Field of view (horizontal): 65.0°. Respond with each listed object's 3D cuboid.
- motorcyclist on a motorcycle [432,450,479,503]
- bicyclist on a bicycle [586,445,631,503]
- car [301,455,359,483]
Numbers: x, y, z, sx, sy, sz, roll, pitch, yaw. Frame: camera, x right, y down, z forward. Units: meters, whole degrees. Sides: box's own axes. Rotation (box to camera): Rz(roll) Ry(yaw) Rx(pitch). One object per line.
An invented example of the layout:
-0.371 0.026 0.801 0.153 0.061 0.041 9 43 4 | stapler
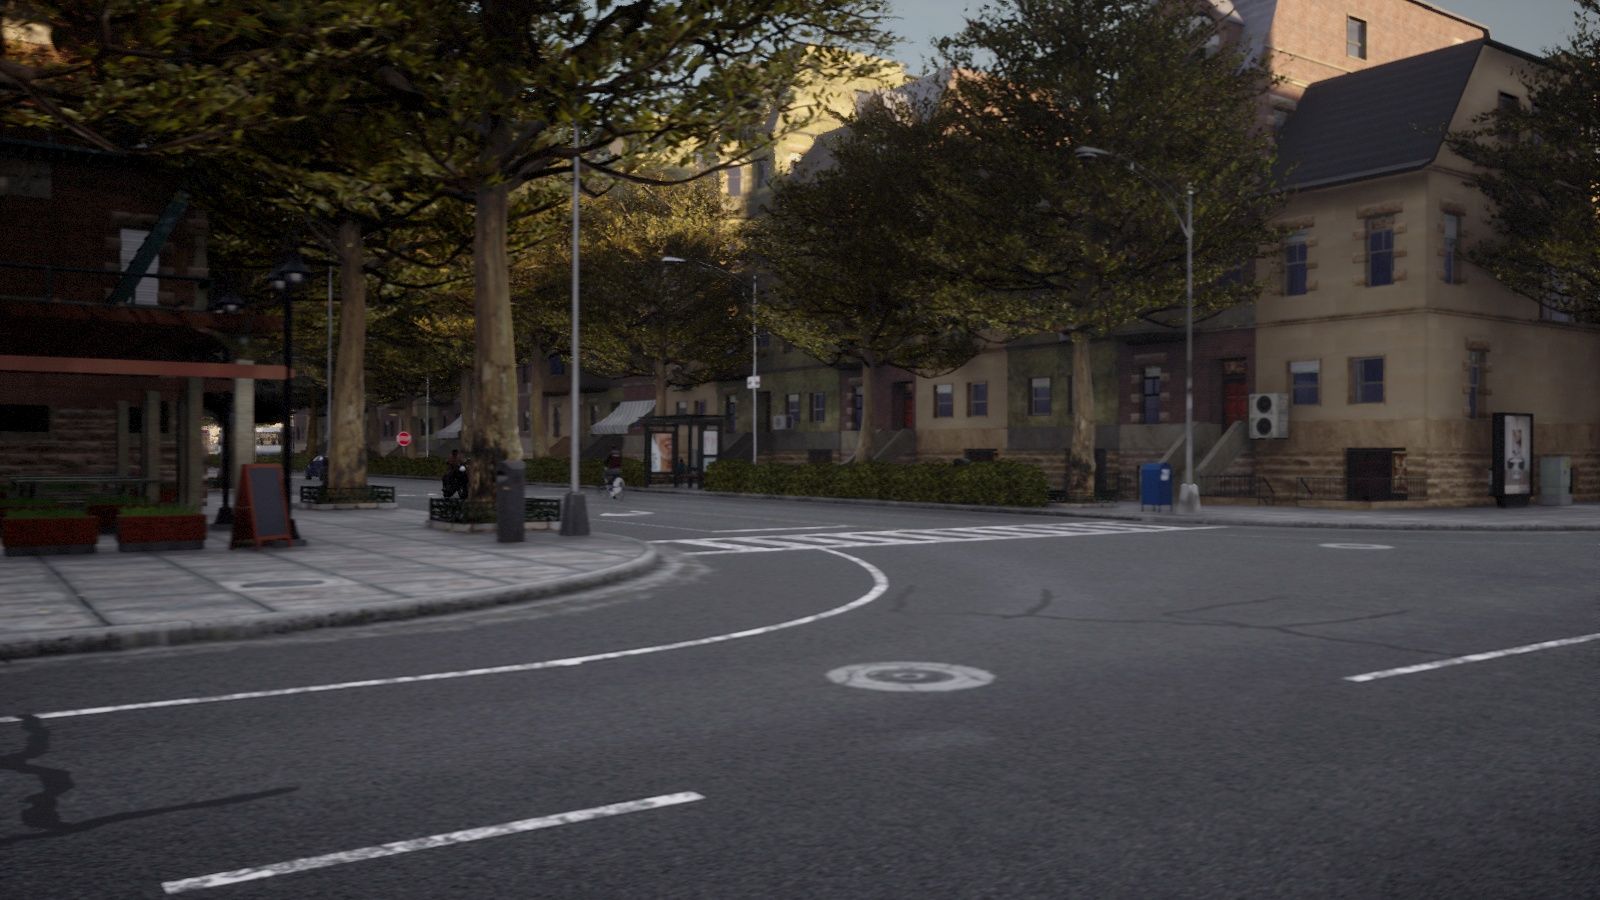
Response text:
-11.196 0.828 40.758 0.766 1.649 2.350 0 0 -34 | motorcyclist on a motorcycle
-6.021 0.736 39.335 0.659 1.776 1.843 0 0 -34 | bicyclist on a bicycle
-25.096 0.999 66.986 1.812 1.442 4.674 0 0 -34 | car
